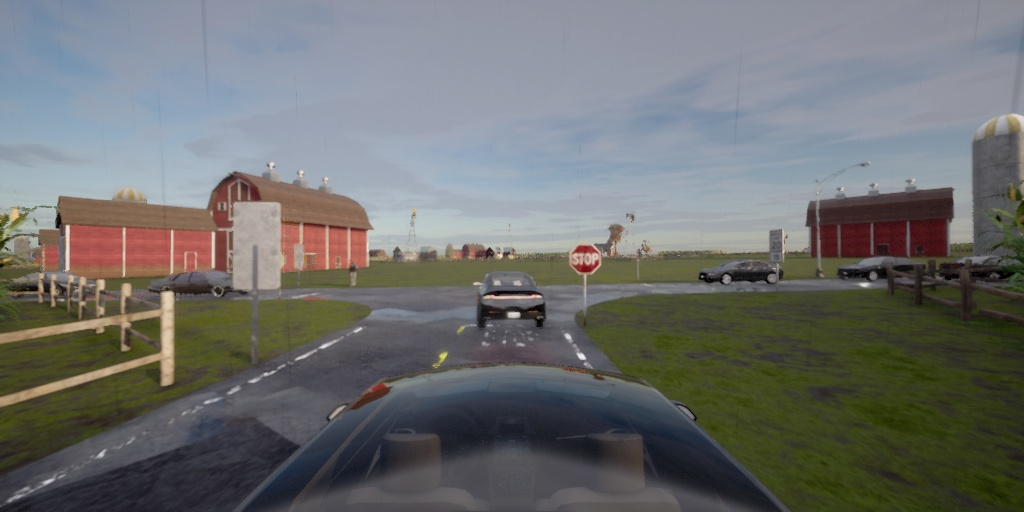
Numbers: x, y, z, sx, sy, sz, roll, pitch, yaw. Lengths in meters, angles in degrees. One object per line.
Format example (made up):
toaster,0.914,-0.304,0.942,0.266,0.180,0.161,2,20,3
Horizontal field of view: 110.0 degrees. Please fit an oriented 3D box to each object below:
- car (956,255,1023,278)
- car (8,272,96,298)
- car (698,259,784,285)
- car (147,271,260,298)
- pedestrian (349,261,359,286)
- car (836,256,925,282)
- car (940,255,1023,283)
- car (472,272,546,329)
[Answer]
car,33.962,0.682,24.563,5.357,1.411,2.033,-1,0,-10
car,-26.679,1.661,20.963,4.674,1.442,1.812,-1,-1,8
car,14.173,0.985,22.343,4.892,1.490,1.837,-1,0,-4
car,-16.959,1.522,19.817,5.357,1.411,2.033,-1,-1,6
pedestrian,-11.211,1.213,25.271,0.375,1.860,0.375,0,0,4
car,23.750,0.792,23.182,5.008,1.535,1.882,-1,0,-7
car,27.626,0.708,20.662,5.008,1.535,1.882,-1,0,-7
car,-0.178,1.232,11.221,2.128,1.511,4.902,0,0,-5
